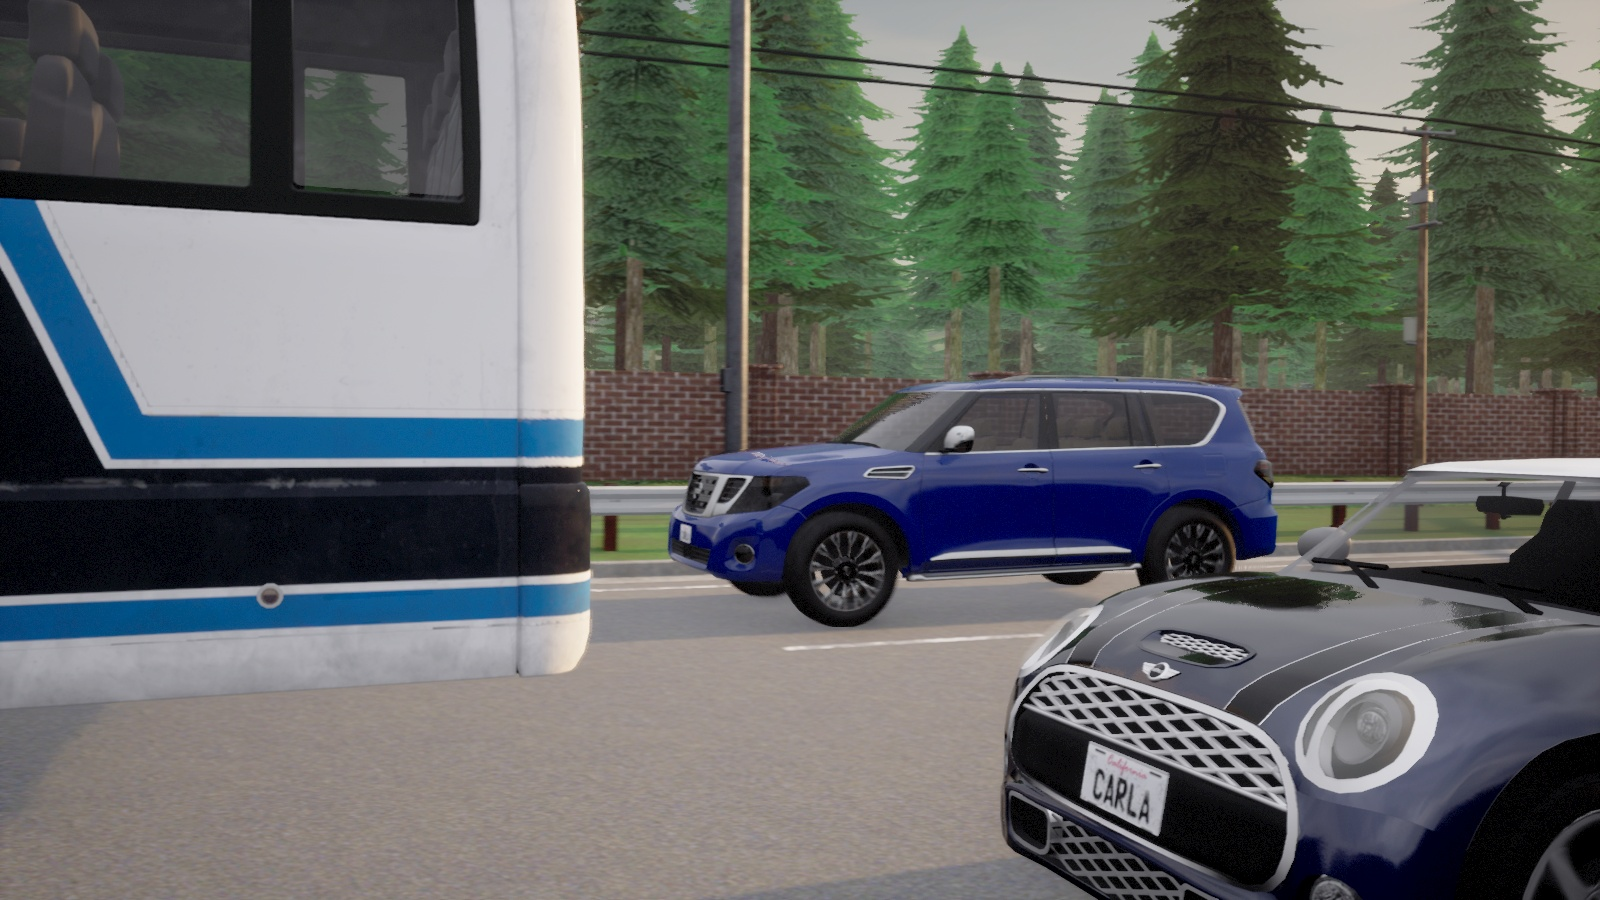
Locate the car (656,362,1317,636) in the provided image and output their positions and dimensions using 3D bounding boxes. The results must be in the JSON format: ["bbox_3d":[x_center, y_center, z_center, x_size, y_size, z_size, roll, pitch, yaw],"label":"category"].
[{"bbox_3d":[1.688,0.315,11.364,5.566,2.045,2.150,-1,1,-21],"label":"car"}]

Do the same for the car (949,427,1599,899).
[{"bbox_3d":[2.670,0.665,4.253,3.806,1.475,1.970,-1,1,-21],"label":"car"}]

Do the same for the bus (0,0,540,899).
[{"bbox_3d":[-6.469,-0.582,4.503,10.273,4.253,3.944,-1,1,-21],"label":"bus"}]
